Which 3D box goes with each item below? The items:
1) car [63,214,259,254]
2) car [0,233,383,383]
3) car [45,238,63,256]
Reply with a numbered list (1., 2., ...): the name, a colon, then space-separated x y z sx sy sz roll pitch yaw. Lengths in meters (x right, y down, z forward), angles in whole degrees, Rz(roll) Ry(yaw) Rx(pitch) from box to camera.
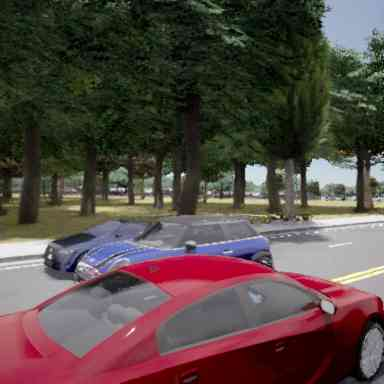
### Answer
1. car: -0.255 1.356 7.608 4.553 1.767 2.097 0 0 -36
2. car: 0.292 1.480 3.727 5.008 1.535 1.882 0 0 -36
3. car: -2.228 1.566 10.192 4.181 1.385 1.994 0 0 -36
